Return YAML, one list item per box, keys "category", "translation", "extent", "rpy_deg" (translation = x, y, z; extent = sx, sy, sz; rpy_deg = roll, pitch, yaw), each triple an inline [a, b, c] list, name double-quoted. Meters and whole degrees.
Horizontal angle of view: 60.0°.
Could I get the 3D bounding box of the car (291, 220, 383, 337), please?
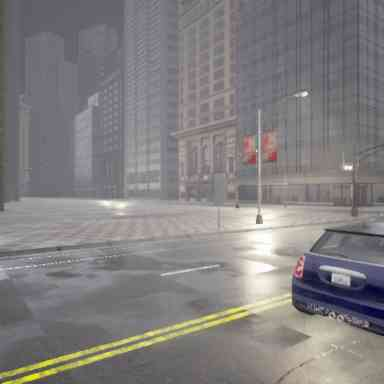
- category: "car"
  translation: [3.992, 1.347, 6.303]
  extent: [4.553, 1.767, 2.097]
  rpy_deg: [0, 0, -36]
